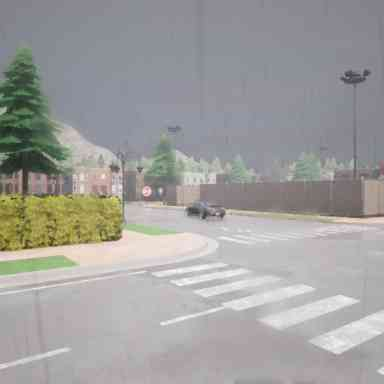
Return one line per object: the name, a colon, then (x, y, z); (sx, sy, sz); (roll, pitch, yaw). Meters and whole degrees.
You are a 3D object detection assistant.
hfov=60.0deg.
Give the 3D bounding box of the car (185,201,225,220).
car: (1.002, 1.491, 27.726); (2.128, 1.511, 4.902); (1, 0, -23)
